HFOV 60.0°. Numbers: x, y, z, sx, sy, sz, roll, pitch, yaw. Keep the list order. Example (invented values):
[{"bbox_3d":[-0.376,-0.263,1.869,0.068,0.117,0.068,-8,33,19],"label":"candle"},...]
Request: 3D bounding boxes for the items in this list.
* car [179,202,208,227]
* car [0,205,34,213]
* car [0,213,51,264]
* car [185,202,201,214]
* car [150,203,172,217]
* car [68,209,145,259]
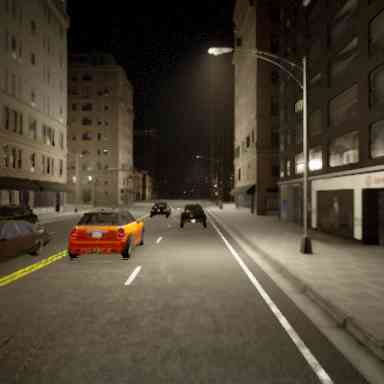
[{"bbox_3d":[0.092,1.693,24.513,1.837,1.490,4.892,0,0,0],"label":"car"},{"bbox_3d":[-9.756,1.483,17.133,2.097,1.767,4.553,0,0,0],"label":"car"},{"bbox_3d":[-6.504,1.631,10.903,2.033,1.411,5.357,0,0,0],"label":"car"},{"bbox_3d":[0.086,1.918,41.415,1.895,1.301,4.718,0,0,0],"label":"car"},{"bbox_3d":[-3.153,1.807,33.953,2.033,1.411,5.357,0,0,0],"label":"car"},{"bbox_3d":[-3.154,1.454,13.166,2.097,1.767,4.553,0,0,0],"label":"car"}]
